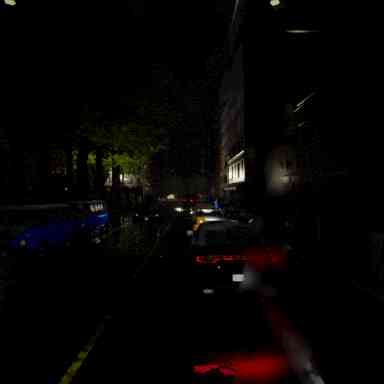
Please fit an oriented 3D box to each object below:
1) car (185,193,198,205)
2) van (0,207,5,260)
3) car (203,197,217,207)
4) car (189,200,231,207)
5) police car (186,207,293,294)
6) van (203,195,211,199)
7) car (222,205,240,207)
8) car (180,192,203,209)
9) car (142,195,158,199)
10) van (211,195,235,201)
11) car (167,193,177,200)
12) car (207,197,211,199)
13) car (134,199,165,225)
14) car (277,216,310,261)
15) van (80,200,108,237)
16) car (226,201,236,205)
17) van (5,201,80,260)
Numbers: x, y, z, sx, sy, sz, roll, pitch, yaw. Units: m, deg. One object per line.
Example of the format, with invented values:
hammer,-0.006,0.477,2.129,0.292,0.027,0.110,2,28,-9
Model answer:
car,-0.074,1.159,59.371,2.150,2.045,5.566,0,0,0
van,-5.678,1.340,6.460,1.690,1.788,3.998,0,0,0
car,2.792,1.518,51.776,1.947,1.339,4.313,0,0,0
car,0.876,1.447,18.973,1.801,1.575,5.366,0,0,0
police car,0.889,1.423,8.894,1.930,1.638,5.238,0,0,0
van,2.798,1.302,46.116,1.690,1.788,3.998,0,0,0
car,2.834,1.575,17.814,1.802,1.307,4.206,0,0,0
car,-0.053,1.185,44.775,2.150,2.045,5.566,0,0,0
car,-5.726,1.276,46.065,2.192,1.841,5.009,0,0,0
van,2.819,1.324,29.134,1.690,1.788,3.998,0,0,0
car,-5.781,1.402,89.584,1.752,1.417,4.829,0,0,0
car,2.812,1.521,34.795,1.887,1.381,4.507,0,0,0
car,-3.030,1.513,24.395,1.812,1.442,4.674,0,0,0
car,2.840,1.541,12.153,1.887,1.381,4.507,0,0,0
van,-5.692,1.334,17.775,1.690,1.788,3.998,0,0,0
car,2.826,1.570,23.474,1.802,1.307,4.206,0,0,0
van,-5.686,1.338,12.117,1.690,1.788,3.998,0,0,0
